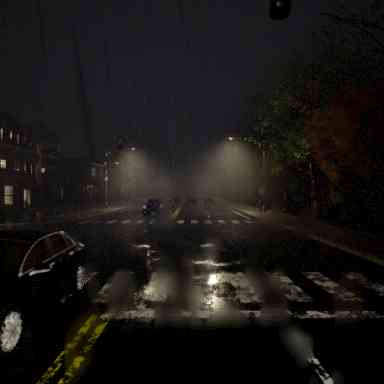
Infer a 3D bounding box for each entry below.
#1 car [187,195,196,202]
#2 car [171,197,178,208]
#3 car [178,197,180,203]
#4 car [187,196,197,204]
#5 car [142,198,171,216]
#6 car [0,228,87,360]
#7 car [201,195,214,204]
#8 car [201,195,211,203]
[{"bbox_3d":[-0.168,1.511,74.659,2.033,1.411,5.357,0,0,0],"label":"car"},{"bbox_3d":[-3.461,1.548,47.368,1.994,1.385,4.181,0,0,0],"label":"car"},{"bbox_3d":[-3.421,1.576,66.069,1.895,1.301,4.718,0,0,0],"label":"car"},{"bbox_3d":[-0.057,1.576,64.460,1.895,1.301,4.718,0,0,0],"label":"car"},{"bbox_3d":[-3.427,1.343,31.777,2.097,1.767,4.553,0,0,0],"label":"car"},{"bbox_3d":[-3.365,1.504,6.005,1.837,1.490,4.892,0,0,0],"label":"car"},{"bbox_3d":[3.199,1.577,63.217,1.895,1.301,4.718,0,0,0],"label":"car"},{"bbox_3d":[3.072,1.495,73.222,2.128,1.511,4.902,0,0,0],"label":"car"}]
